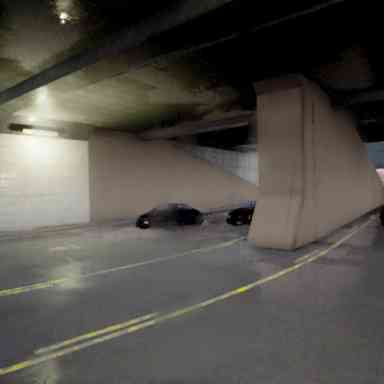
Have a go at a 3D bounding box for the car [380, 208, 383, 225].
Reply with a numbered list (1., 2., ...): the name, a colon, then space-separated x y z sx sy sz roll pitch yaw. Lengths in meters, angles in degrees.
1. car: 11.681 1.079 18.330 1.895 1.301 4.718 -1 1 36

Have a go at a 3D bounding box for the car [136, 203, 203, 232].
1. car: -1.171 1.333 18.705 1.994 1.385 4.181 -1 1 36

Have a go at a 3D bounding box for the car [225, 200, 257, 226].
1. car: 4.032 1.179 19.934 2.033 1.411 5.357 -1 1 35
